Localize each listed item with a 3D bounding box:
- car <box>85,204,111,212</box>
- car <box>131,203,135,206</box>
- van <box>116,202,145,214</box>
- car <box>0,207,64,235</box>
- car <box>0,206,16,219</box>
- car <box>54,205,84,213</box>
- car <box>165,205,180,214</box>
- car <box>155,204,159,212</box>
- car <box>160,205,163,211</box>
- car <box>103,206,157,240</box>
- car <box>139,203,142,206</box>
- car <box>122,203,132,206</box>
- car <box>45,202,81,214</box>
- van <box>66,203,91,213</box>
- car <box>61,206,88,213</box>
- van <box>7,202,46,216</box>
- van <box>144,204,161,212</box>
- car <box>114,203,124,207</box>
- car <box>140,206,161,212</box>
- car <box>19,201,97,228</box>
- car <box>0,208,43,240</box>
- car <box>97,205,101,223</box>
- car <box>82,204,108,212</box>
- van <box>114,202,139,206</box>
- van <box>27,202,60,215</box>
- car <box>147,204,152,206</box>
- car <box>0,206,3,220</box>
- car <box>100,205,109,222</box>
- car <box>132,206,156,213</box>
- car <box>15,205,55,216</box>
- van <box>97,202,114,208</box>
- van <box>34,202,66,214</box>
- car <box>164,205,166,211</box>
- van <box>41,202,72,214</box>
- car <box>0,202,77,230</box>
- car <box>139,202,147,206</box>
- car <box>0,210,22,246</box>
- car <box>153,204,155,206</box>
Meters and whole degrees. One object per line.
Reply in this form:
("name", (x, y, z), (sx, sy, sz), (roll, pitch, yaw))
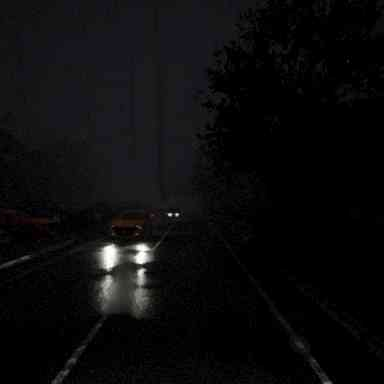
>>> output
("car", (-23.355, 3.964, 82.829), (5.566, 2.045, 2.435), (0, -3, 0))
("car", (-10.324, 2.566, 43.915), (4.674, 1.452, 2.002), (0, -2, 0))
("van", (-10.200, 2.697, 55.004), (4.442, 1.987, 1.878), (0, -3, 0))
("car", (-10.340, 1.776, 18.945), (5.008, 1.535, 2.097), (0, -2, 0))
("car", (-23.398, 2.362, 38.553), (4.892, 1.521, 2.231), (0, -2, 0))
("car", (-23.387, 3.313, 63.445), (5.008, 1.535, 2.097), (0, -3, 0))
("car", (-3.305, 3.291, 61.092), (1.994, 1.385, 4.181), (0, -2, 1))
("car", (-10.125, 3.564, 68.860), (5.366, 1.575, 1.946), (0, -3, 0))
("car", (-10.121, 3.951, 77.179), (5.366, 1.575, 1.946), (0, -3, 0))
("car", (-3.361, 1.793, 19.089), (1.882, 1.535, 5.008), (0, -1, 0))
("car", (-10.348, 2.724, 49.471), (4.792, 1.488, 2.163), (0, -2, 0))
("car", (-10.293, 2.471, 41.139), (4.792, 1.488, 2.163), (0, -2, 0))
("car", (-23.365, 2.928, 60.565), (5.566, 2.045, 2.435), (0, -3, 0))
("van", (-23.506, 3.340, 68.865), (4.442, 1.987, 1.878), (0, -3, 0))
("car", (-23.389, 3.482, 66.212), (4.674, 1.452, 2.002), (0, -3, 0))
("van", (-23.283, 2.388, 46.866), (4.442, 1.987, 1.878), (0, -2, 0))
("van", (-10.418, 4.244, 88.282), (4.442, 1.987, 1.878), (0, -3, 0))
("car", (-10.331, 2.272, 35.591), (5.008, 1.535, 2.097), (0, -2, 0))
("car", (-10.274, 4.242, 82.724), (4.792, 1.488, 2.163), (0, -3, 0))
("car", (-10.303, 1.684, 24.499), (5.566, 2.045, 2.435), (0, -2, 0))
("car", (-10.341, 1.709, 16.174), (4.892, 1.521, 2.231), (0, -1, 0))
("car", (-10.359, 2.049, 27.266), (4.792, 1.488, 2.163), (0, -2, 0))
("car", (-23.356, 3.835, 80.061), (5.566, 2.045, 2.435), (0, -3, 0))
("van", (-10.204, 2.384, 46.698), (4.442, 1.987, 1.878), (0, -2, 0))
("van", (-23.281, 2.567, 52.254), (4.442, 1.987, 1.878), (0, -2, 0))
("car", (-10.308, 3.180, 60.540), (5.008, 1.535, 2.097), (0, -3, 0))
("car", (-23.400, 2.277, 35.784), (5.008, 1.535, 2.097), (0, -2, 0))
("car", (-10.331, 2.144, 30.040), (4.674, 1.452, 2.002), (0, -2, 0))
("car", (-10.302, 3.697, 71.633), (4.892, 1.521, 2.231), (0, -3, 0))
("car", (-23.404, 2.698, 49.628), (5.008, 1.535, 2.097), (0, -2, 0))
("van", (-10.444, 1.962, 32.823), (4.442, 1.987, 1.878), (0, -2, 0))
("van", (-23.513, 2.702, 55.154), (4.442, 1.987, 1.878), (0, -3, 0))
("car", (-10.329, 4.629, 91.044), (4.792, 1.488, 2.163), (0, -3, 0))
("van", (-23.512, 2.825, 57.797), (4.442, 1.987, 1.878), (0, -3, 0))
("car", (-10.364, 1.728, 21.725), (4.553, 1.767, 2.185), (0, -2, 0))
("car", (-10.346, 2.542, 52.232), (5.566, 2.045, 2.435), (0, -3, 0))
("car", (-10.151, 1.644, 13.406), (5.366, 1.575, 1.946), (0, -1, 0))
("car", (-10.280, 3.313, 66.092), (4.553, 1.767, 2.185), (0, -3, 0))
